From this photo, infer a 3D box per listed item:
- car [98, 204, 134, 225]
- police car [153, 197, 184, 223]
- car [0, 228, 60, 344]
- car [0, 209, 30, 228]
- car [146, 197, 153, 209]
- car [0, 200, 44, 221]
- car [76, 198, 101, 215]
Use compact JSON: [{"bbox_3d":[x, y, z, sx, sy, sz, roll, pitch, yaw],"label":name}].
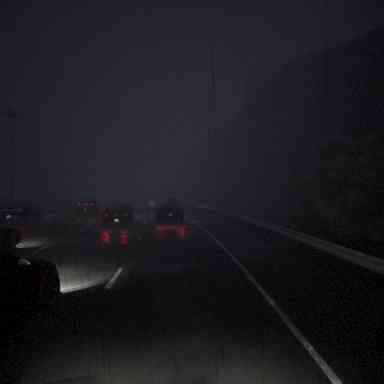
[{"bbox_3d":[-5.035,1.490,23.169,1.895,1.301,4.718,0,0,-7],"label":"car"},{"bbox_3d":[-1.752,1.301,24.843,1.930,1.638,5.238,0,0,-7],"label":"police car"},{"bbox_3d":[-3.602,1.543,5.049,1.994,1.385,4.181,0,0,-2],"label":"car"},{"bbox_3d":[-7.313,1.505,10.312,2.033,1.411,5.357,0,0,-4],"label":"car"},{"bbox_3d":[-4.609,1.325,40.815,1.812,1.442,4.674,0,0,-12],"label":"car"},{"bbox_3d":[-12.242,1.386,24.085,2.128,1.511,4.902,0,0,-8],"label":"car"},{"bbox_3d":[-9.998,1.342,32.220,2.128,1.511,4.902,0,0,-10],"label":"car"}]
